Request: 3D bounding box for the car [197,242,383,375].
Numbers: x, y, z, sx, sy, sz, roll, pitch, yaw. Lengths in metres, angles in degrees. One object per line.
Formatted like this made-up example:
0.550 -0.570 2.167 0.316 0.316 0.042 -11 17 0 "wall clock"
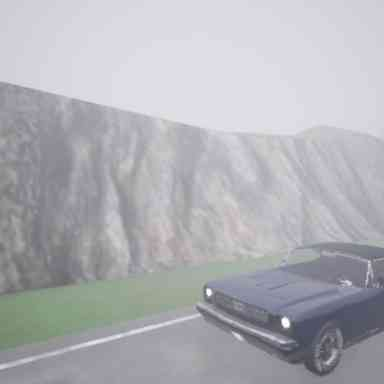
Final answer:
2.418 1.618 5.716 4.718 1.301 1.895 0 0 -35 "car"
